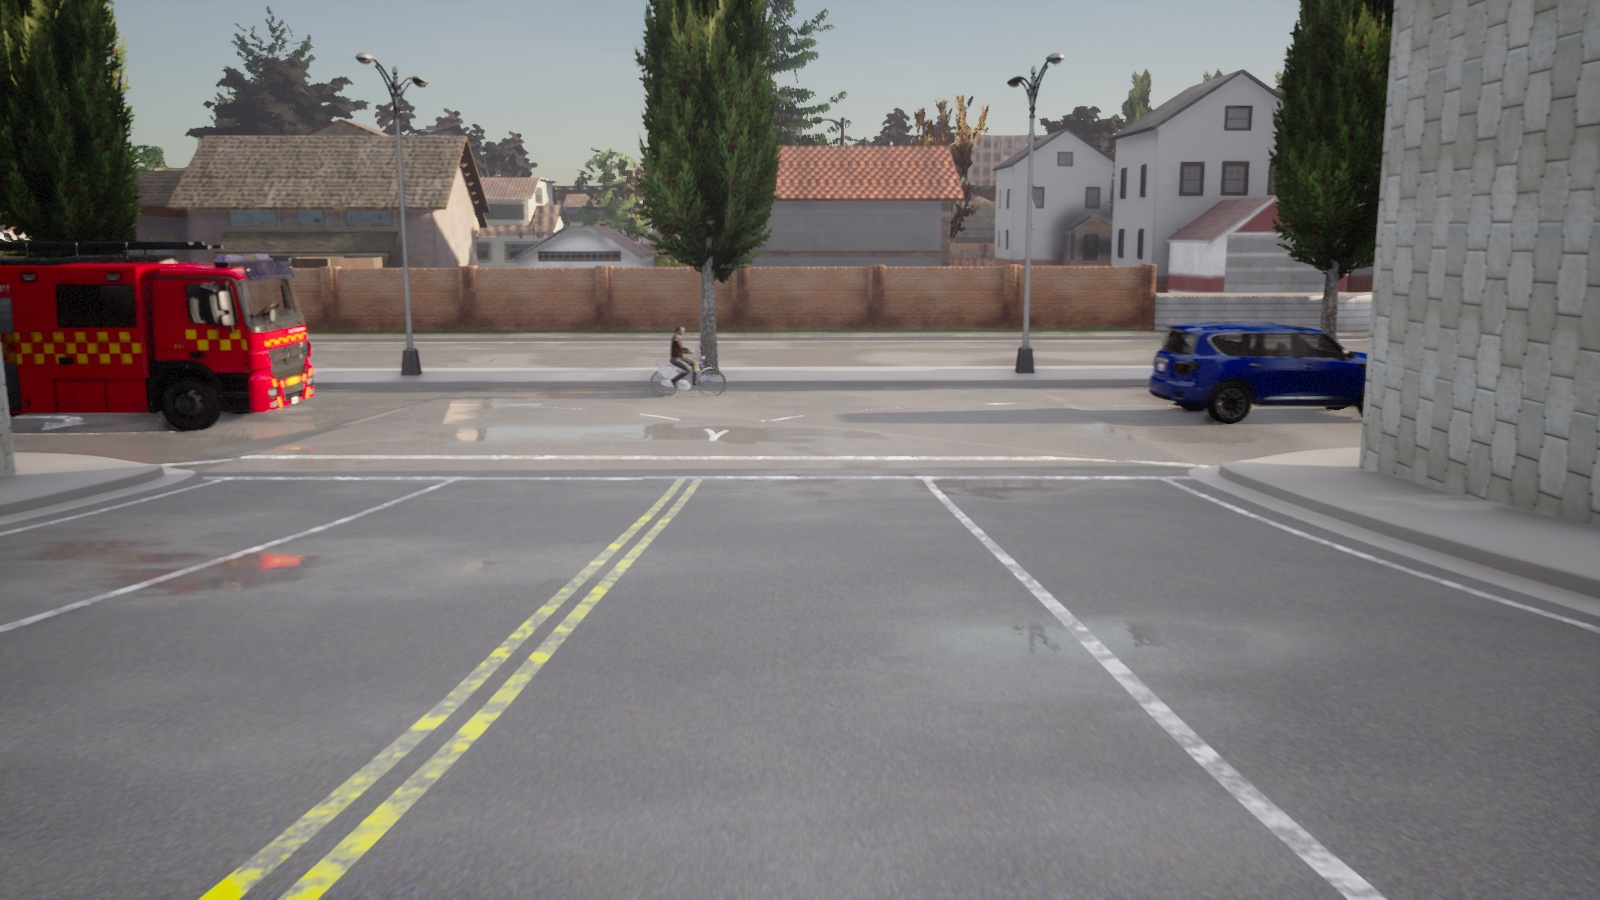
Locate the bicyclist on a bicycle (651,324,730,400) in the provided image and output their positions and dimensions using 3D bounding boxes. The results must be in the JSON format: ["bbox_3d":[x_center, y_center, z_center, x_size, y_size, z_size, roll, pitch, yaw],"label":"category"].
[{"bbox_3d":[-2.636,-2.147,30.485,1.843,1.776,0.659,0,9,-1],"label":"bicyclist on a bicycle"}]

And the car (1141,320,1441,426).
[{"bbox_3d":[10.531,-1.718,27.265,5.566,2.045,2.150,-1,10,-4],"label":"car"}]

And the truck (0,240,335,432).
[{"bbox_3d":[-14.770,-2.510,26.676,8.468,3.827,2.891,0,10,-1],"label":"truck"}]
